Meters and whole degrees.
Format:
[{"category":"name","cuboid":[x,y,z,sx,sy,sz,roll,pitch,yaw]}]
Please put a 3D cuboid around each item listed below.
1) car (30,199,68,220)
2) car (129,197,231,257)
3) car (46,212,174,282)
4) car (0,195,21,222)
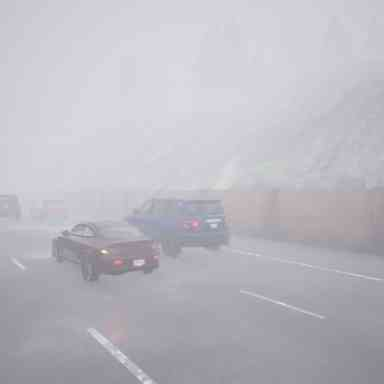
[{"category":"car","cuboid":[-12.103,1.348,28.014,2.097,1.767,4.553,0,0,-37]},{"category":"car","cuboid":[-0.893,1.220,13.266,2.150,2.045,5.566,0,0,-37]},{"category":"car","cuboid":[-2.661,1.524,9.803,1.812,1.442,4.674,0,0,-37]},{"category":"car","cuboid":[-14.933,1.216,25.953,2.150,2.045,5.566,0,0,-37]}]
